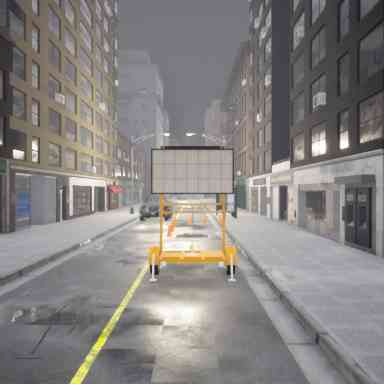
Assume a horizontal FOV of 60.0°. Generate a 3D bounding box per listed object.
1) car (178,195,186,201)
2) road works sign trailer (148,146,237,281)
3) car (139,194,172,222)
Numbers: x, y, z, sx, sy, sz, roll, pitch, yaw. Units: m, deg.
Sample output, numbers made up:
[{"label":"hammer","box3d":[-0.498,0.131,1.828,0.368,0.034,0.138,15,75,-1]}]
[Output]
[{"label":"car","box3d":[-2.625,1.458,85.845,1.812,1.442,4.674,0,0,0]},{"label":"road works sign trailer","box3d":[0.015,0.463,9.795,2.380,3.560,2.880,0,0,0]},{"label":"car","box3d":[-2.812,1.213,26.717,2.150,2.045,5.566,0,0,0]}]
